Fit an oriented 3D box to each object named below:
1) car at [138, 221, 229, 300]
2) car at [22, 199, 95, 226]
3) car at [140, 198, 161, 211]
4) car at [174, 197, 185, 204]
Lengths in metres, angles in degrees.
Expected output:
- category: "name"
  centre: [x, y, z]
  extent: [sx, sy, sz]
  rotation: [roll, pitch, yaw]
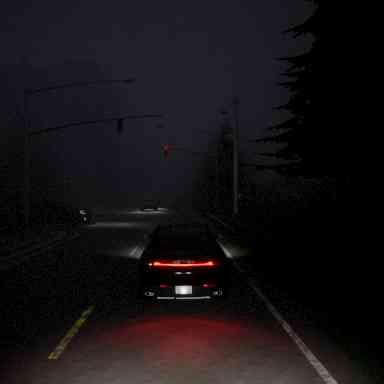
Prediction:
- category: "car"
  centre: [-0.226, 1.505, 8.380]
  extent: [1.837, 1.490, 4.892]
  rotation: [0, 0, -2]
- category: "car"
  centre: [-9.137, 1.338, 22.961]
  extent: [4.553, 1.767, 2.097]
  rotation: [0, 0, 2]
- category: "car"
  centre: [-5.175, 1.526, 40.688]
  extent: [1.812, 1.442, 4.674]
  rotation: [0, 0, -3]
- category: "car"
  centre: [-2.329, 1.564, 61.330]
  extent: [1.994, 1.385, 4.181]
  rotation: [0, 0, -2]
